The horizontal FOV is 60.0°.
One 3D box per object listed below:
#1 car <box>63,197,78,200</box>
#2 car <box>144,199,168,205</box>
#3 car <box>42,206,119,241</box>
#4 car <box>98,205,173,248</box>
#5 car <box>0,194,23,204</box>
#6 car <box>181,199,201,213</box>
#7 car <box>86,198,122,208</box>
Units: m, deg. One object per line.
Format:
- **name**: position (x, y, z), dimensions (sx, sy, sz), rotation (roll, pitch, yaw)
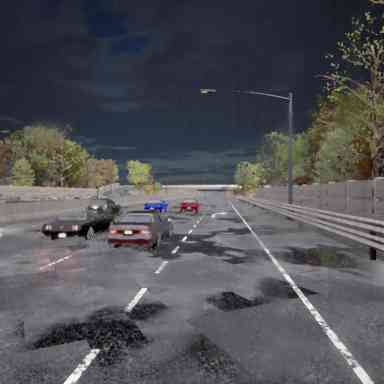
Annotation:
- **car**: position (-19.836, 1.543, 54.362), dimensions (1.812, 1.442, 4.674), rotation (0, 0, 5)
- **car**: position (-3.766, 1.480, 35.586), dimensions (1.882, 1.535, 5.008), rotation (0, 0, 5)
- **car**: position (-5.455, 1.600, 16.766), dimensions (1.895, 1.301, 4.718), rotation (0, 0, 5)
- **car**: position (-2.122, 1.546, 14.837), dimensions (2.033, 1.411, 5.357), rotation (0, 0, 5)
- **car**: position (-24.311, 1.358, 43.805), dimensions (2.097, 1.767, 4.553), rotation (0, 0, 6)
- **car**: position (-0.102, 1.480, 37.214), dimensions (1.882, 1.535, 5.008), rotation (0, 0, 5)
- **car**: position (-7.812, 1.352, 29.623), dimensions (2.097, 1.767, 4.553), rotation (0, 0, 5)
